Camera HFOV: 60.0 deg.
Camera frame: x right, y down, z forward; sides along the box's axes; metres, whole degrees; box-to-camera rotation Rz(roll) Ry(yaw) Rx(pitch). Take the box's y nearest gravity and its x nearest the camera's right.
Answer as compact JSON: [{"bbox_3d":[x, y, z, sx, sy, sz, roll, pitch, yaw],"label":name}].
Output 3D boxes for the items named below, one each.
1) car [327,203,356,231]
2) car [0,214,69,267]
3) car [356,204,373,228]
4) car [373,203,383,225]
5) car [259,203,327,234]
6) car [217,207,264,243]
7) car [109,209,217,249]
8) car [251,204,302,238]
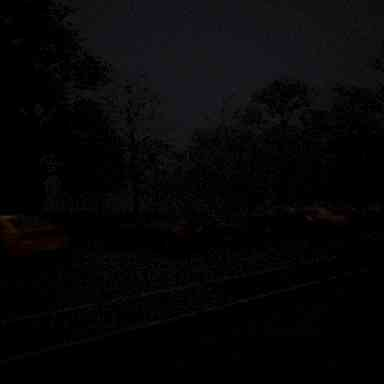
[{"bbox_3d":[7.704,1.686,22.300,5.366,1.575,1.946,-1,-1,32],"label":"car"},{"bbox_3d":[-6.369,1.522,11.557,5.008,1.535,2.097,-1,-1,34],"label":"car"},{"bbox_3d":[10.222,1.589,24.008,4.553,1.767,2.185,-1,-1,32],"label":"car"},{"bbox_3d":[12.523,1.782,25.856,4.674,1.452,2.002,-1,-1,32],"label":"car"},{"bbox_3d":[5.492,1.535,20.418,4.553,1.767,2.185,-1,-1,33],"label":"car"},{"bbox_3d":[0.823,1.634,16.809,4.792,1.488,2.163,-1,-1,33],"label":"car"},{"bbox_3d":[-1.616,1.607,15.071,4.792,1.488,2.163,-1,-1,34],"label":"car"},{"bbox_3d":[3.164,1.632,18.596,5.008,1.535,2.097,-1,-1,33],"label":"car"}]
